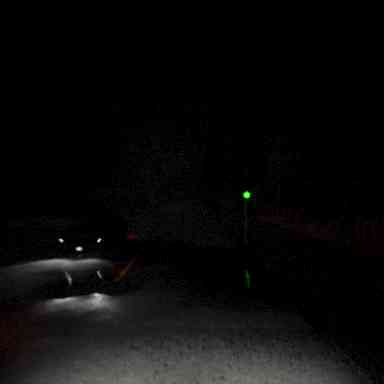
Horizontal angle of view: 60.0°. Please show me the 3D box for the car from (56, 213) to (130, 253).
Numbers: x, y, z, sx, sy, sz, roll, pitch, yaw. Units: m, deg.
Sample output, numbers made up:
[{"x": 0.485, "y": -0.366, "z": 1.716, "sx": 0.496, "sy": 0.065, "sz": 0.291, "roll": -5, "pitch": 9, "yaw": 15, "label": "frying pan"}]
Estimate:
[{"x": -3.996, "y": 1.649, "z": 14.440, "sx": 2.033, "sy": 1.411, "sz": 5.357, "roll": 0, "pitch": 0, "yaw": 0, "label": "car"}]
